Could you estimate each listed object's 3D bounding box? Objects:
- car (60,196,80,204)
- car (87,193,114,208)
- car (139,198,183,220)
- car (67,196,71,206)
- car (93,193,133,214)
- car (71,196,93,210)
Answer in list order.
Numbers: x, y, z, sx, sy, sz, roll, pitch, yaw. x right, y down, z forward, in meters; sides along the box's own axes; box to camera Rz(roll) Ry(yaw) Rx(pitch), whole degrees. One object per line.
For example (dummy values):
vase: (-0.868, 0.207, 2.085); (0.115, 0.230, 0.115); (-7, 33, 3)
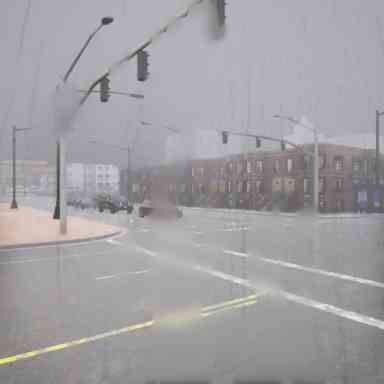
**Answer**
car: (-23.170, 1.547, 63.051); (2.033, 1.411, 5.357); (0, 0, -36)
car: (-13.892, 1.221, 50.139); (2.150, 2.045, 5.566); (0, 0, -36)
car: (-2.720, 1.352, 28.259); (2.097, 1.767, 4.553); (0, 0, -35)
car: (-20.027, 1.564, 52.421); (1.994, 1.385, 4.181); (0, 0, -35)
car: (-8.434, 1.221, 36.198); (2.150, 2.045, 5.566); (0, 0, -36)
car: (-14.225, 1.526, 44.293); (1.812, 1.442, 4.674); (0, 0, -35)
